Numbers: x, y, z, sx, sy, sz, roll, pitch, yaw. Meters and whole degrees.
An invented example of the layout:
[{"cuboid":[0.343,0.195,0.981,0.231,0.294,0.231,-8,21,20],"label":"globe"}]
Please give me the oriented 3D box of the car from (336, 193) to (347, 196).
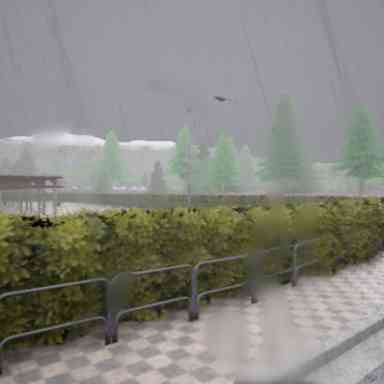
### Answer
[{"cuboid":[37.671,1.113,83.716,2.128,1.511,4.902,0,0,5],"label":"car"}]
